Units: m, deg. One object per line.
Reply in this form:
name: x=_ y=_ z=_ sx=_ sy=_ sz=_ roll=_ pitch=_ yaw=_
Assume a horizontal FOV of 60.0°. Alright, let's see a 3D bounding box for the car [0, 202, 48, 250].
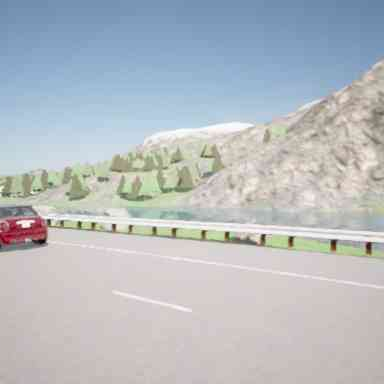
car: x=-7.982 y=1.250 z=13.420 sx=4.553 sy=1.767 sz=2.097 roll=0 pitch=1 yaw=31
